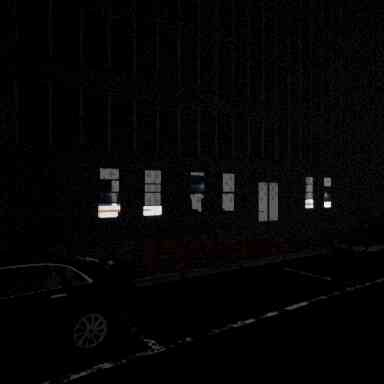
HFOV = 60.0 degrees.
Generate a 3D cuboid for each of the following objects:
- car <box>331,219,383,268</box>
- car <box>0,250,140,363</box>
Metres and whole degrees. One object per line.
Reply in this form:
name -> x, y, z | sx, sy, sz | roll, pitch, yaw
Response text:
car -> 6.408, 1.582, 11.097 | 4.206, 1.307, 1.802 | 0, 0, -35
car -> -2.876, 1.551, 4.509 | 4.403, 1.369, 2.008 | 0, 0, -35
